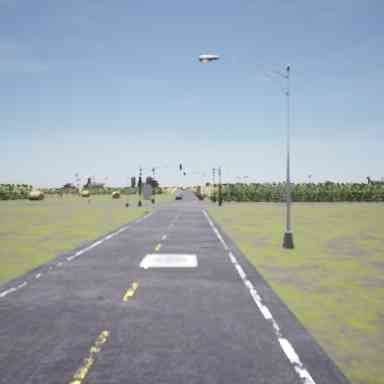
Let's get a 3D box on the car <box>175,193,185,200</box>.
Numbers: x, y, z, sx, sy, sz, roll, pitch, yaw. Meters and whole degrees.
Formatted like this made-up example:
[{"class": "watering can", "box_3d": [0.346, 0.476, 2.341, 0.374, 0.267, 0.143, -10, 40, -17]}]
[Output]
[{"class": "car", "box_3d": [-3.291, 1.389, 82.381, 1.895, 1.301, 4.718, 0, 0, -1]}]
